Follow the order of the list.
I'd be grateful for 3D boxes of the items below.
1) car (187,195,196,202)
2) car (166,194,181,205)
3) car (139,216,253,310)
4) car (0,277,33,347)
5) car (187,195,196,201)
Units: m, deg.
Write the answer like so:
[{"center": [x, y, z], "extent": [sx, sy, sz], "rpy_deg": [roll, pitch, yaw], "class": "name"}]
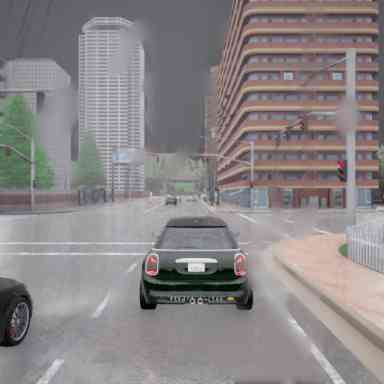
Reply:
[{"center": [-0.168, 1.518, 76.386], "extent": [1.812, 1.442, 4.674], "rpy_deg": [0, 0, 0], "class": "car"}, {"center": [-3.528, 1.491, 58.017], "extent": [2.128, 1.511, 4.902], "rpy_deg": [0, 0, 0], "class": "car"}, {"center": [0.096, 1.352, 7.978], "extent": [2.097, 1.767, 4.553], "rpy_deg": [0, 0, 1], "class": "car"}, {"center": [-3.433, 1.526, 3.358], "extent": [1.812, 1.442, 4.674], "rpy_deg": [0, 0, 0], "class": "car"}, {"center": [-0.188, 1.506, 85.386], "extent": [2.128, 1.511, 4.902], "rpy_deg": [0, 0, 0], "class": "car"}]
